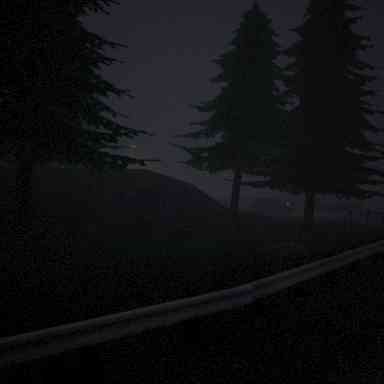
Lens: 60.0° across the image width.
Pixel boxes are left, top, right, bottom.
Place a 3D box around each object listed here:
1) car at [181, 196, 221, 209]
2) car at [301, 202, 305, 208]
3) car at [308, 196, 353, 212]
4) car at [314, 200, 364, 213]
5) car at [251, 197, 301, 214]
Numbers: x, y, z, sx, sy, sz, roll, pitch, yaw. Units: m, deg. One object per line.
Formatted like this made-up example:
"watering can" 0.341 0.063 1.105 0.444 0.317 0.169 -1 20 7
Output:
"car" 1.488 1.490 48.541 5.357 1.411 2.033 0 0 34
"car" 12.827 1.529 45.116 5.357 1.411 2.033 0 0 34
"car" 16.102 1.337 38.697 4.553 1.767 2.097 0 0 34
"car" 15.347 1.480 34.985 4.902 1.511 2.128 0 0 34
"car" 8.689 1.339 35.247 4.553 1.767 2.097 0 0 34
